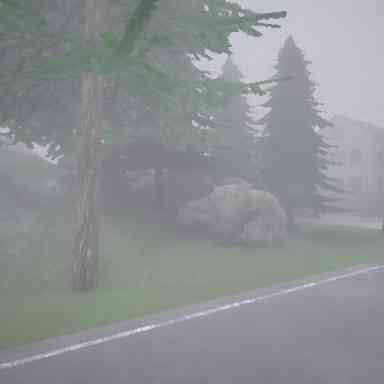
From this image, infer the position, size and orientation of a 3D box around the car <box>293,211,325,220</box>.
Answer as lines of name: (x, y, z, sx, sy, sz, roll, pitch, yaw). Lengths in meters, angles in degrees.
car: (8.602, 1.470, 27.601, 2.128, 1.511, 4.902, 0, 0, -35)
